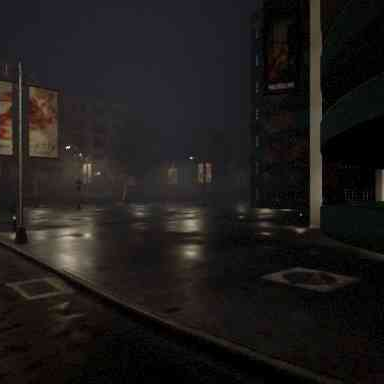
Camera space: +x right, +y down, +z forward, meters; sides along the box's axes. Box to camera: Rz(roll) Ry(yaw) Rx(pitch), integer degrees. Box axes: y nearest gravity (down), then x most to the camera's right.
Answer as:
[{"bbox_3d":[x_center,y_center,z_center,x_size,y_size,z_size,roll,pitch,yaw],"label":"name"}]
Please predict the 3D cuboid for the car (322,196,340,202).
[{"bbox_3d":[15.593,1.320,39.958,4.674,1.452,2.002,0,0,-41],"label":"car"}]

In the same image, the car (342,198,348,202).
[{"bbox_3d":[22.136,1.413,51.046,4.786,1.482,2.161,0,0,-41],"label":"car"}]
